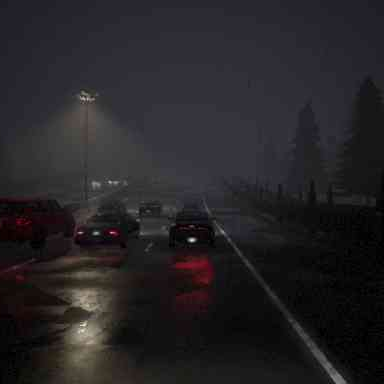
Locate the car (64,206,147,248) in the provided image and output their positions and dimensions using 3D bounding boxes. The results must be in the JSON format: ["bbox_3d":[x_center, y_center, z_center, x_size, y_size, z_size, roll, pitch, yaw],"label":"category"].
[{"bbox_3d":[-3.500,1.562,14.655,2.033,1.411,5.357,0,0,0],"label":"car"}]

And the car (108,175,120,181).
[{"bbox_3d":[-17.833,-3.277,76.077,1.994,1.385,4.181,0,7,0],"label":"car"}]

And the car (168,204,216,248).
[{"bbox_3d":[0.000,1.516,14.656,1.837,1.490,4.892,0,0,0],"label":"car"}]

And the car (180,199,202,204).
[{"bbox_3d":[-0.076,1.330,29.692,1.812,1.442,4.674,0,2,0],"label":"car"}]

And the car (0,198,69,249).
[{"bbox_3d":[-7.000,1.257,14.683,2.150,2.045,5.566,0,0,0],"label":"car"}]

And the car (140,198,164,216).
[{"bbox_3d":[-3.576,1.292,29.673,2.128,1.511,4.902,0,2,0],"label":"car"}]

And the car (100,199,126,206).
[{"bbox_3d":[-7.076,1.330,29.653,1.812,1.442,4.674,0,2,0],"label":"car"}]

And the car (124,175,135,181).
[{"bbox_3d":[-14.333,-3.277,76.096,1.994,1.385,4.181,0,7,0],"label":"car"}]

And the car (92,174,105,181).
[{"bbox_3d":[-21.333,-3.304,76.054,2.128,1.511,4.902,0,7,0],"label":"car"}]
